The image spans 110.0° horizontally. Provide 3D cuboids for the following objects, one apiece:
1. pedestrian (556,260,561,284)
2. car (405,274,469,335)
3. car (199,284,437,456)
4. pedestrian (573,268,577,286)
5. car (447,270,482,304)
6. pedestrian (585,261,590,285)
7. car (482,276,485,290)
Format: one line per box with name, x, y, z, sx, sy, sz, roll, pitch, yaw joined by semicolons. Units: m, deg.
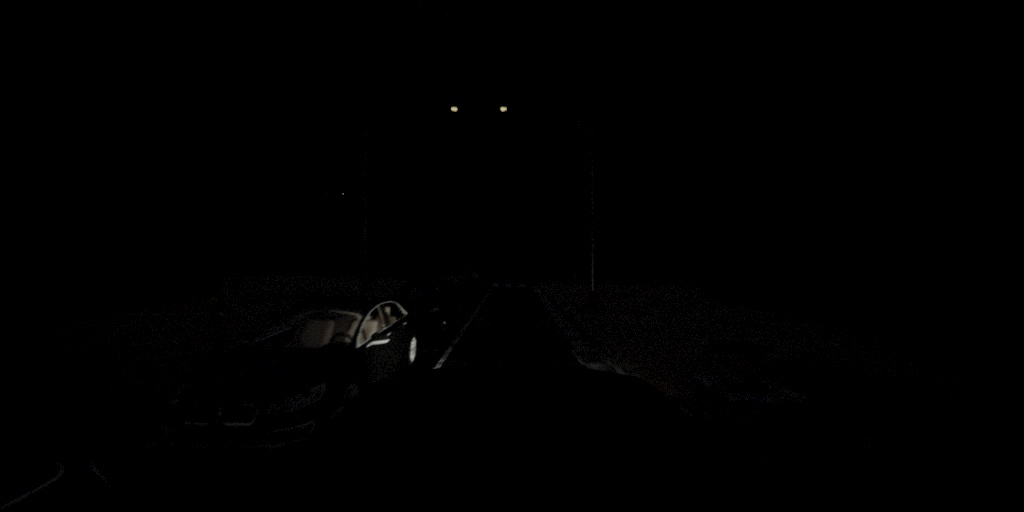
pedestrian;3.515;1.162;26.943;0.375;1.860;0.375;1;-1;0
car;-2.634;1.415;10.910;1.948;1.339;4.313;0;0;0
car;-2.635;1.339;5.370;2.007;1.370;4.403;0;0;0
pedestrian;4.515;1.455;25.737;0.375;1.300;0.375;1;-1;0
car;-2.633;1.455;16.450;1.888;1.381;4.507;0;0;0
pedestrian;5.515;1.226;26.342;0.375;1.860;0.375;1;-1;0
car;-2.632;1.522;21.991;2.007;1.370;4.403;0;0;0
